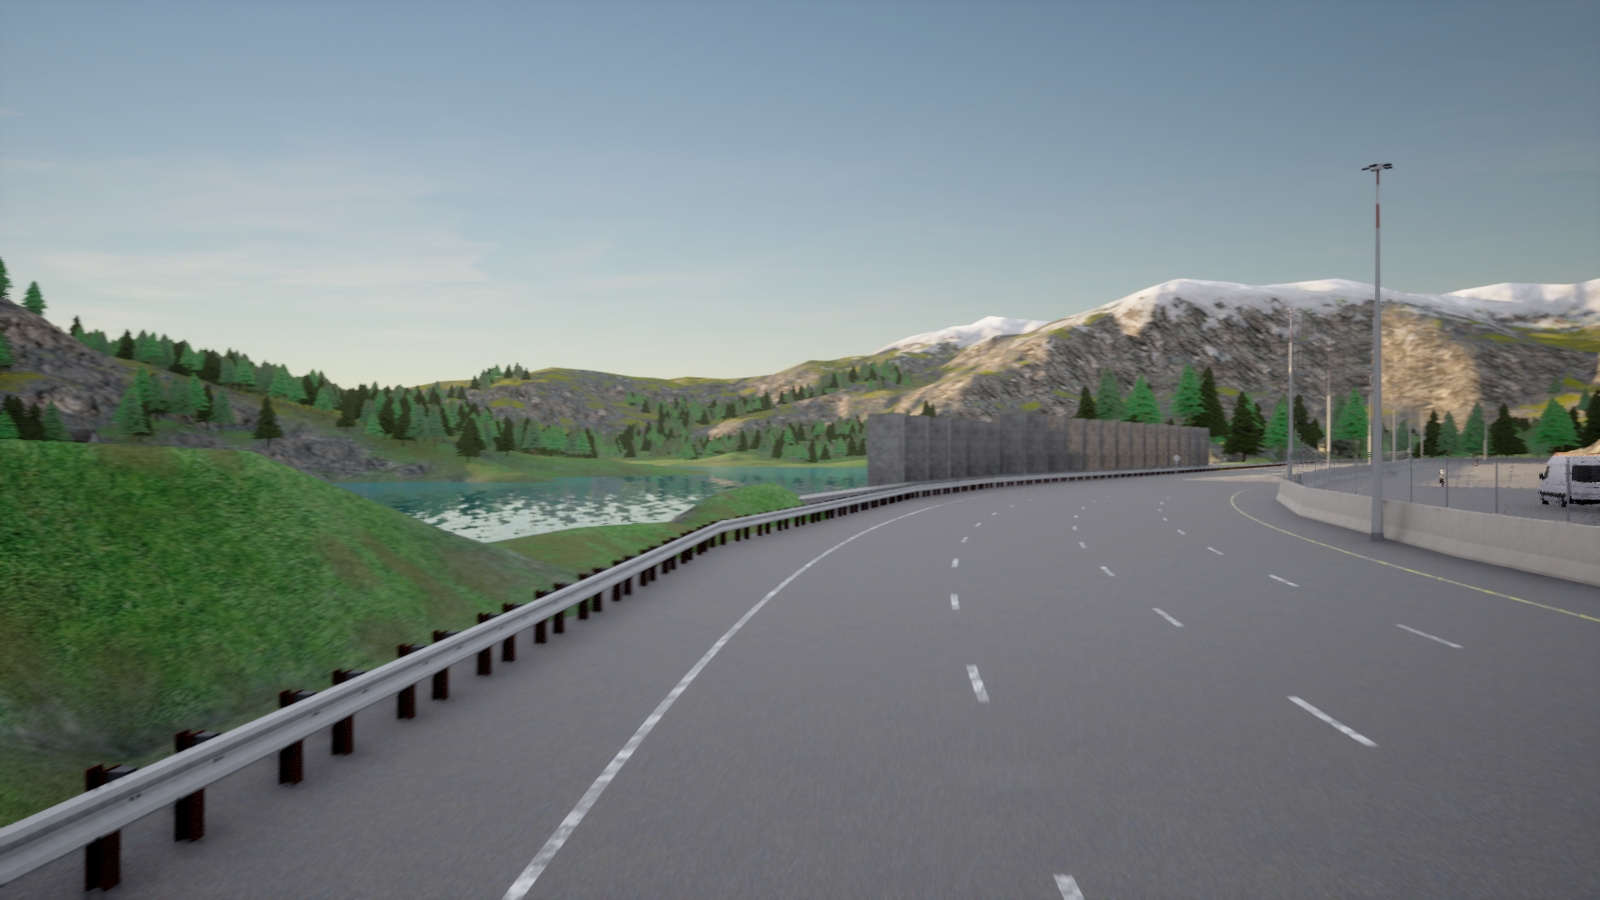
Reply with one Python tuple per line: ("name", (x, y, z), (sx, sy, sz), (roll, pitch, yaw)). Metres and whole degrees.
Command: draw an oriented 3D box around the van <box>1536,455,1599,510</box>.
("van", (38.340, 1.559, 56.567), (1.988, 2.561, 5.915), (0, 0, 20))
